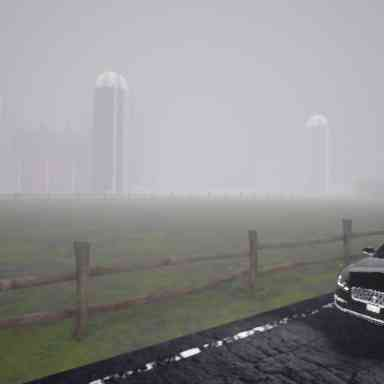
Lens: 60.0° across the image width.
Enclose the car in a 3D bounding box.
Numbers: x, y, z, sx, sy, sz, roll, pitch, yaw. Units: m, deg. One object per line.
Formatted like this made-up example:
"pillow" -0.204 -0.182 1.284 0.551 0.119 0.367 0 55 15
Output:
"car" 4.710 1.487 6.338 4.892 1.490 1.837 0 0 -34
